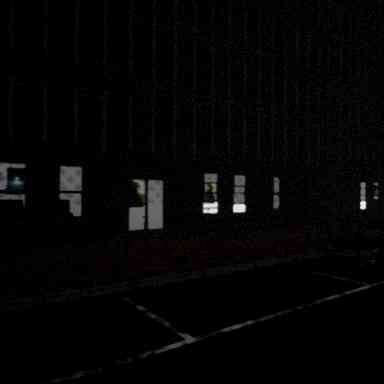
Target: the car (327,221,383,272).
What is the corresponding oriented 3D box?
[{"bbox_3d":[6.255,1.664,11.022,4.403,1.369,2.008,1,0,-35],"label":"car"}]
